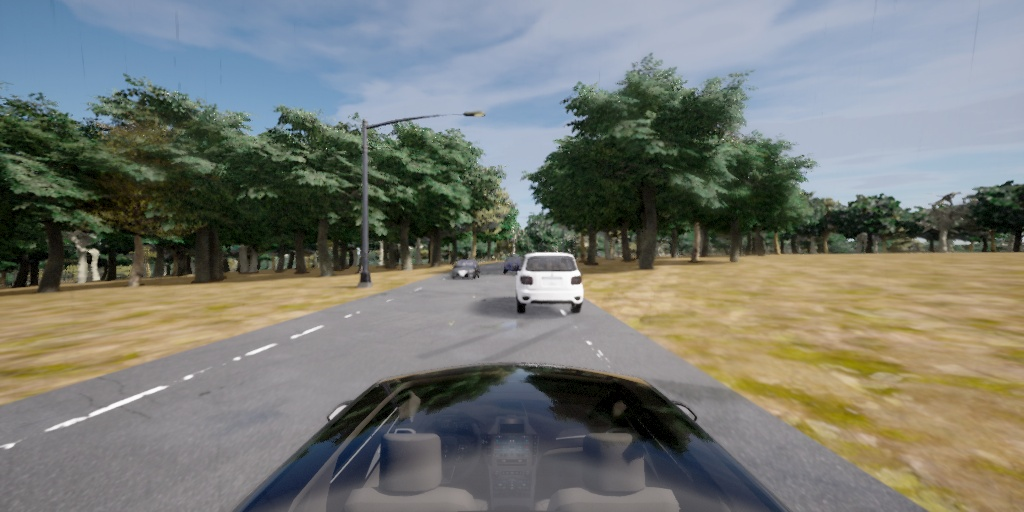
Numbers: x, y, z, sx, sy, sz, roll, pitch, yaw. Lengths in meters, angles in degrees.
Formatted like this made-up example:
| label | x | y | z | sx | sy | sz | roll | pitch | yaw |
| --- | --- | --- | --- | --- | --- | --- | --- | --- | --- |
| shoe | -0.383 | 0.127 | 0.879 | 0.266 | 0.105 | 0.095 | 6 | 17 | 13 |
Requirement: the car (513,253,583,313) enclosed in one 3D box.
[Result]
| label | x | y | z | sx | sy | sz | roll | pitch | yaw |
| --- | --- | --- | --- | --- | --- | --- | --- | --- | --- |
| car | 1.224 | 0.891 | 13.619 | 2.150 | 2.045 | 5.566 | 0 | 0 | 0 |

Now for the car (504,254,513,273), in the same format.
| label | x | y | z | sx | sy | sz | roll | pitch | yaw |
| --- | --- | --- | --- | --- | --- | --- | --- | --- | --- |
| car | 0.310 | 0.809 | 37.086 | 2.097 | 1.767 | 4.553 | 0 | 1 | 3 |

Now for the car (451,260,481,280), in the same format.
| label | x | y | z | sx | sy | sz | roll | pitch | yaw |
| --- | --- | --- | --- | --- | --- | --- | --- | --- | --- |
| car | -3.537 | 1.038 | 28.206 | 2.128 | 1.511 | 4.902 | 0 | 1 | 1 |
